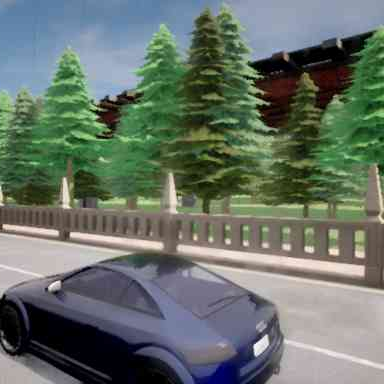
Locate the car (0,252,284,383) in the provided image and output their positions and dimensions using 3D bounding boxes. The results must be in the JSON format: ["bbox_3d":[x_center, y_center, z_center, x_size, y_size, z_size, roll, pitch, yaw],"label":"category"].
[{"bbox_3d":[-0.910,1.566,4.638,4.181,1.385,1.994,0,0,35],"label":"car"}]
